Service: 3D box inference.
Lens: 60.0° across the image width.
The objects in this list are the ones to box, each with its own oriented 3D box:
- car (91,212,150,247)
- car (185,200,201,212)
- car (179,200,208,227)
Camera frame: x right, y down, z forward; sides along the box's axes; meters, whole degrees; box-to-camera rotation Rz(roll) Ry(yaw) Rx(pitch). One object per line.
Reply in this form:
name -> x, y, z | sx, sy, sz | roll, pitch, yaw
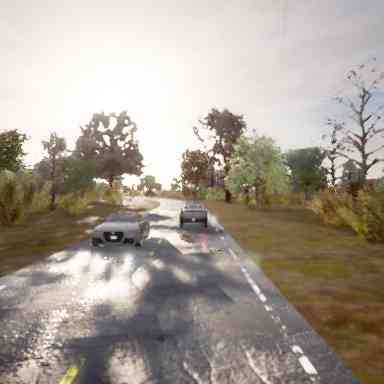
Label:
car -> -3.084, 1.605, 15.059 | 1.994, 1.385, 4.181 | 0, 0, 0
car -> 0.094, 1.698, 41.972 | 1.895, 1.301, 4.718 | 0, 0, 0
car -> 0.102, 1.553, 23.522 | 2.128, 1.511, 4.902 | 0, 0, 0
